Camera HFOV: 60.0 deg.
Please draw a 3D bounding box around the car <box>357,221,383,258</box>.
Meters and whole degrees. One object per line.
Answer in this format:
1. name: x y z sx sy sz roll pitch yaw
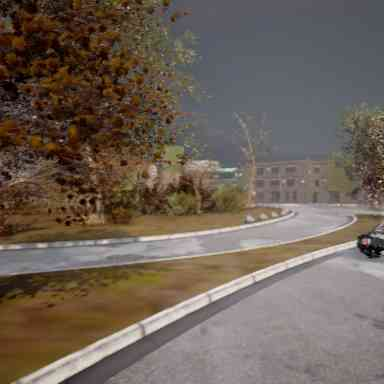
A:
1. car: 7.837 1.670 12.054 4.718 1.301 1.895 0 0 -42
